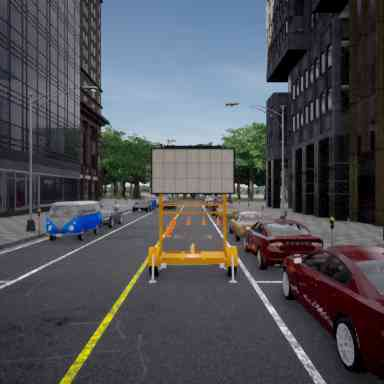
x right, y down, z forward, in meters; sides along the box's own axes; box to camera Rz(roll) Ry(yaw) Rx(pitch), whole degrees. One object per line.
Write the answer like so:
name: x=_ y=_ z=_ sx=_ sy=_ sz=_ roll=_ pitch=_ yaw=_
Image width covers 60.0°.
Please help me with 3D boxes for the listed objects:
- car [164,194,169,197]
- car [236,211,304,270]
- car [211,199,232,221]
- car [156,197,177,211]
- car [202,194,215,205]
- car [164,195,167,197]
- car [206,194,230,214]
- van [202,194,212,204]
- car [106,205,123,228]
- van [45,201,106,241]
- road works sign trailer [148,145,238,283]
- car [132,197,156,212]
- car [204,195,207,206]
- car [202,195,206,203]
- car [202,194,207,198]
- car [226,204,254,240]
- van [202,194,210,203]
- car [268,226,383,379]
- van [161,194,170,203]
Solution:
car: x=-5.600 y=1.540 z=59.719 sx=1.752 sy=1.417 sz=4.829 roll=0 pitch=0 yaw=0
car: x=2.792 y=1.545 z=10.927 sx=1.887 sy=1.381 sz=4.507 roll=0 pitch=0 yaw=0
car: x=2.837 y=1.527 z=27.410 sx=1.752 sy=1.417 sz=4.829 roll=0 pitch=0 yaw=0
car: x=-2.889 y=1.606 z=40.172 sx=1.895 sy=1.301 sz=4.718 roll=0 pitch=0 yaw=0
car: x=2.926 y=1.329 z=59.866 sx=2.192 sy=1.841 sz=5.009 roll=0 pitch=0 yaw=0
car: x=-5.614 y=1.577 z=54.451 sx=1.947 sy=1.339 sz=4.313 roll=0 pitch=0 yaw=0
car: x=2.851 y=1.318 z=32.677 sx=2.192 sy=1.841 sz=5.009 roll=0 pitch=0 yaw=0
van: x=2.941 y=1.359 z=65.303 sx=1.690 sy=1.788 sz=3.998 roll=0 pitch=0 yaw=0
car: x=-5.704 y=1.551 z=21.826 sx=2.008 sy=1.369 sz=4.403 roll=0 pitch=0 yaw=0
van: x=-5.719 y=1.341 z=16.389 sx=1.690 sy=1.788 sz=3.998 roll=0 pitch=0 yaw=0
road works sign trailer: x=0.026 y=0.464 z=9.640 sx=2.380 sy=3.560 sz=2.880 roll=0 pitch=0 yaw=0
car: x=-5.659 y=1.570 z=38.139 sx=1.947 sy=1.339 sz=4.313 roll=0 pitch=0 yaw=0
car: x=2.882 y=1.532 z=43.722 sx=1.752 sy=1.417 sz=4.829 roll=0 pitch=0 yaw=0
car: x=2.896 y=1.553 z=48.990 sx=1.887 sy=1.381 sz=4.507 roll=0 pitch=0 yaw=0
car: x=2.911 y=1.451 z=54.428 sx=1.967 sy=1.590 sz=4.097 roll=0 pitch=0 yaw=0
car: x=2.807 y=1.525 z=16.535 sx=1.752 sy=1.417 sz=4.829 roll=0 pitch=0 yaw=0
van: x=2.956 y=1.362 z=70.740 sx=1.690 sy=1.788 sz=3.998 roll=0 pitch=0 yaw=0
car: x=2.777 y=1.544 z=5.490 sx=1.887 sy=1.381 sz=4.507 roll=0 pitch=0 yaw=0
van: x=-5.569 y=1.362 z=70.764 sx=1.690 sy=1.788 sz=3.998 roll=0 pitch=0 yaw=0
